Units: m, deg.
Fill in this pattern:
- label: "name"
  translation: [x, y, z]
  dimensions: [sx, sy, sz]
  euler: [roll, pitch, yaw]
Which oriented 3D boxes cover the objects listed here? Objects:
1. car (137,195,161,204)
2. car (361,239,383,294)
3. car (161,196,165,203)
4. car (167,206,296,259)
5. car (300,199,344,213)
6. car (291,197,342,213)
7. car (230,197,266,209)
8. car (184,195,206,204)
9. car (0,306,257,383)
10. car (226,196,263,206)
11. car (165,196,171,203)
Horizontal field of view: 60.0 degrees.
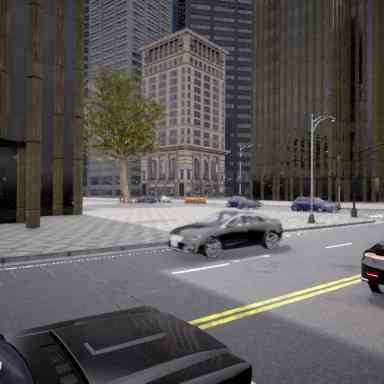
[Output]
- label: "car"
  translation: [-8.093, 1.513, 59.725]
  dimensions: [1.994, 1.385, 4.181]
  euler: [1, -1, -43]
- label: "car"
  translation: [5.774, 1.492, 7.556]
  dimensions: [4.902, 1.511, 2.128]
  euler: [0, 0, -35]
- label: "car"
  translation: [-7.714, 1.339, 64.119]
  dimensions: [1.994, 1.385, 4.181]
  euler: [1, -1, -44]
- label: "car"
  translation: [1.403, 1.492, 12.652]
  dimensions: [4.902, 1.511, 2.128]
  euler: [0, 0, -35]
- label: "car"
  translation: [14.788, 1.549, 37.973]
  dimensions: [1.994, 1.385, 4.181]
  euler: [1, 0, -38]
- label: "car"
  translation: [12.860, 1.305, 35.133]
  dimensions: [2.097, 1.767, 4.553]
  euler: [1, 0, -37]
- label: "car"
  translation: [7.752, 1.490, 46.661]
  dimensions: [1.837, 1.490, 4.892]
  euler: [1, -1, -40]
- label: "car"
  translation: [0.541, 1.398, 64.915]
  dimensions: [2.097, 1.767, 4.553]
  euler: [1, -1, -43]
- label: "car"
  translation: [-1.747, 1.601, 2.195]
  dimensions: [4.718, 1.301, 1.895]
  euler: [0, 0, -36]
- label: "car"
  translation: [6.588, 1.307, 42.978]
  dimensions: [2.097, 1.767, 4.553]
  euler: [1, -1, -40]
- label: "car"
  translation: [-6.418, 1.569, 72.102]
  dimensions: [1.812, 1.442, 4.674]
  euler: [1, -1, -45]
